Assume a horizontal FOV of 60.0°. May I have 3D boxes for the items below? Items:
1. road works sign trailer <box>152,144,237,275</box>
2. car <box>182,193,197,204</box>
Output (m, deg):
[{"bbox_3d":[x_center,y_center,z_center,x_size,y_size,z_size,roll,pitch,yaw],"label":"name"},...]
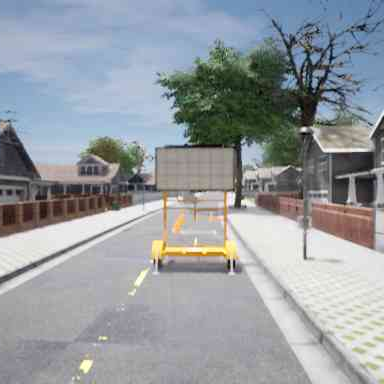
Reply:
[{"bbox_3d":[0.097,0.370,10.133,2.380,3.560,2.880,0,1,2],"label":"road works sign trailer"},{"bbox_3d":[-0.338,0.950,48.647,1.837,1.490,4.892,0,1,6],"label":"car"}]
